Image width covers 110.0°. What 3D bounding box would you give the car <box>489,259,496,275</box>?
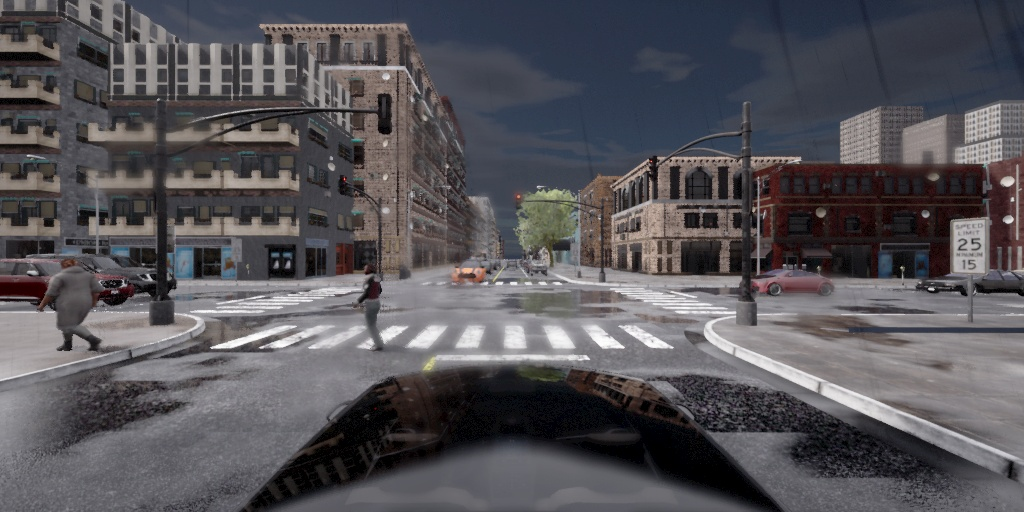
[{"bbox_3d":[-3.094,1.286,39.141,1.837,1.490,4.892,0,0,0],"label":"car"}]

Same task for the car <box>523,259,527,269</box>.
[{"bbox_3d":[2.694,1.228,42.735,1.967,1.591,4.097,0,0,0],"label":"car"}]

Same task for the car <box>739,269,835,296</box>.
[{"bbox_3d":[14.720,1.387,19.335,4.181,1.385,1.994,0,0,0],"label":"car"}]

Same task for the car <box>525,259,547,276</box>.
[{"bbox_3d":[2.693,1.330,37.038,2.007,1.370,4.403,0,0,0],"label":"car"}]

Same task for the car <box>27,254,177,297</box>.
[{"bbox_3d":[-18.309,0.917,15.901,5.566,2.045,2.150,0,0,0],"label":"car"}]

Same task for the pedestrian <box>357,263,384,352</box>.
[{"bbox_3d":[-2.924,1.044,7.497,0.375,1.860,0.375,0,0,0],"label":"pedestrian"}]

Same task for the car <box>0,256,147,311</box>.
[{"bbox_3d":[-17.276,1.013,13.321,5.009,1.841,2.192,0,0,0],"label":"car"}]

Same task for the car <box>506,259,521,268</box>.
[{"bbox_3d":[0.005,1.319,63.395,2.128,1.511,4.902,0,0,0],"label":"car"}]

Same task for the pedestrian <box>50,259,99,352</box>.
[{"bbox_3d":[-8.405,0.891,6.895,0.375,1.860,0.375,0,0,0],"label":"pedestrian"}]

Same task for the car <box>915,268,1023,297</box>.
[{"bbox_3d":[25.374,1.418,19.407,5.357,1.411,2.033,0,0,0],"label":"car"}]

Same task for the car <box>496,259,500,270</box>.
[{"bbox_3d":[-3.089,1.310,52.026,1.837,1.490,4.892,0,0,0],"label":"car"}]

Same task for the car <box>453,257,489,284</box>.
[{"bbox_3d":[-3.097,1.115,26.785,2.097,1.767,4.553,0,0,0],"label":"car"}]
